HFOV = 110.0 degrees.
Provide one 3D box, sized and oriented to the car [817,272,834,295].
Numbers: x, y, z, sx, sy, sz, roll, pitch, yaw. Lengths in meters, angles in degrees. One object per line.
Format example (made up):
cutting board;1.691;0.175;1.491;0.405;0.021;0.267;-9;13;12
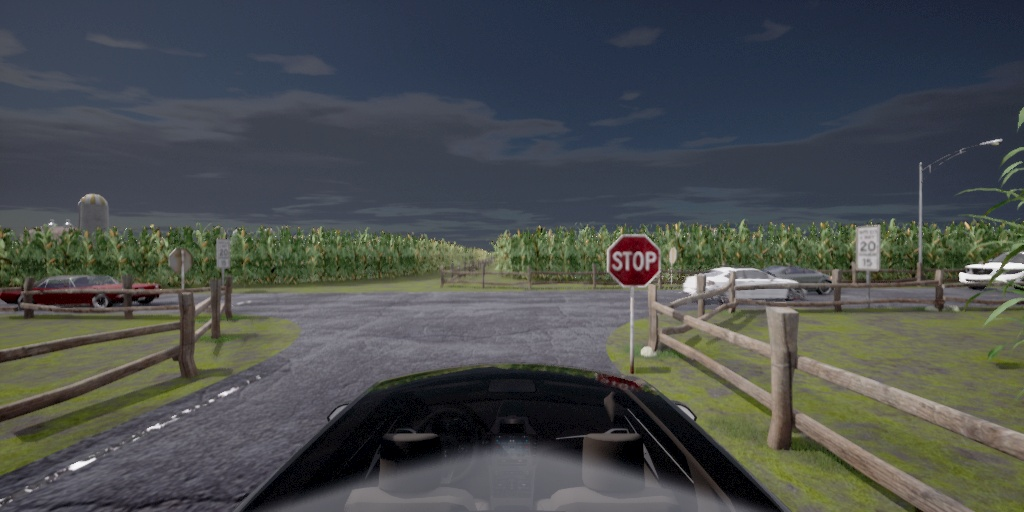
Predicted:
car;13.427;1.173;17.875;4.181;1.385;1.994;0;0;-1

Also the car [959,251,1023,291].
car;26.127;0.749;17.954;5.566;2.045;2.150;0;0;-1

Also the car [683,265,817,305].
car;9.560;1.185;14.889;4.674;1.442;1.812;0;0;-5

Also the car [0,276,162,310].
car;-17.429;1.459;14.730;4.718;1.301;1.895;0;0;0
